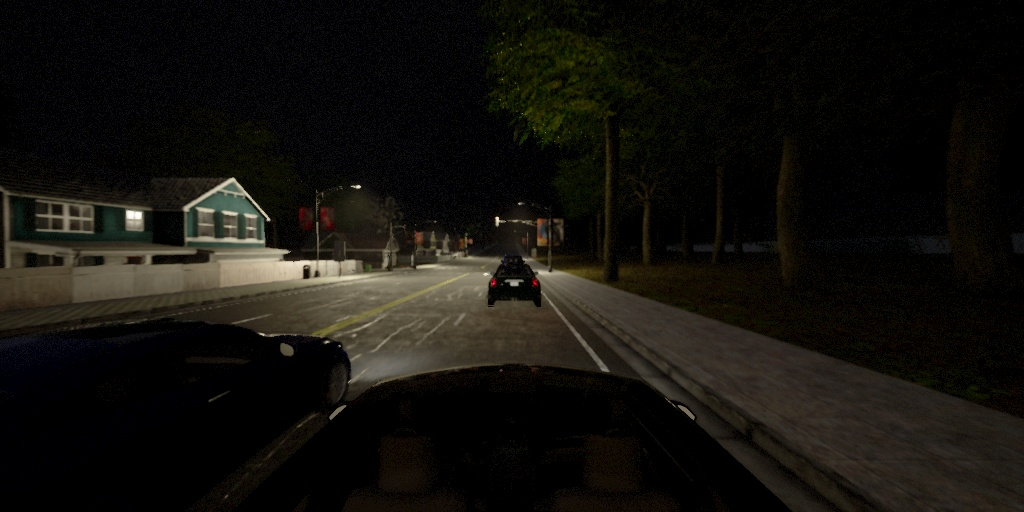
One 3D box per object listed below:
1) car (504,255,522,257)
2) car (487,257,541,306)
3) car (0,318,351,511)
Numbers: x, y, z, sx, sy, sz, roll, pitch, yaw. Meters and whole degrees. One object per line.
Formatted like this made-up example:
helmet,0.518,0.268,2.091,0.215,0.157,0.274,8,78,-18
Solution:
car,0.102,0.942,33.639,2.150,2.045,5.566,0,0,0
car,0.100,1.070,15.635,2.097,1.767,4.553,0,0,0
car,-3.149,1.271,3.077,1.812,1.442,4.674,0,0,0
